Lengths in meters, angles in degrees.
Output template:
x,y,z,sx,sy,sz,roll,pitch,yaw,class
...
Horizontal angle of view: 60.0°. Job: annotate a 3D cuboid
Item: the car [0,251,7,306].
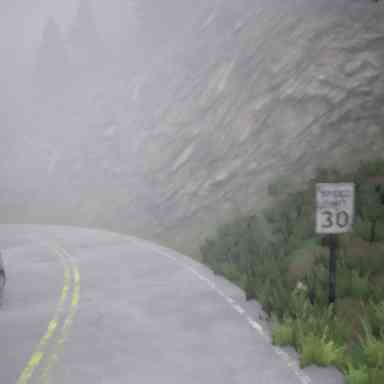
x,y,z,sx,sy,sz,roll,pitch,yaw,class
-4.357,1.594,5.207,2.128,1.511,4.902,-1,0,-17,car
